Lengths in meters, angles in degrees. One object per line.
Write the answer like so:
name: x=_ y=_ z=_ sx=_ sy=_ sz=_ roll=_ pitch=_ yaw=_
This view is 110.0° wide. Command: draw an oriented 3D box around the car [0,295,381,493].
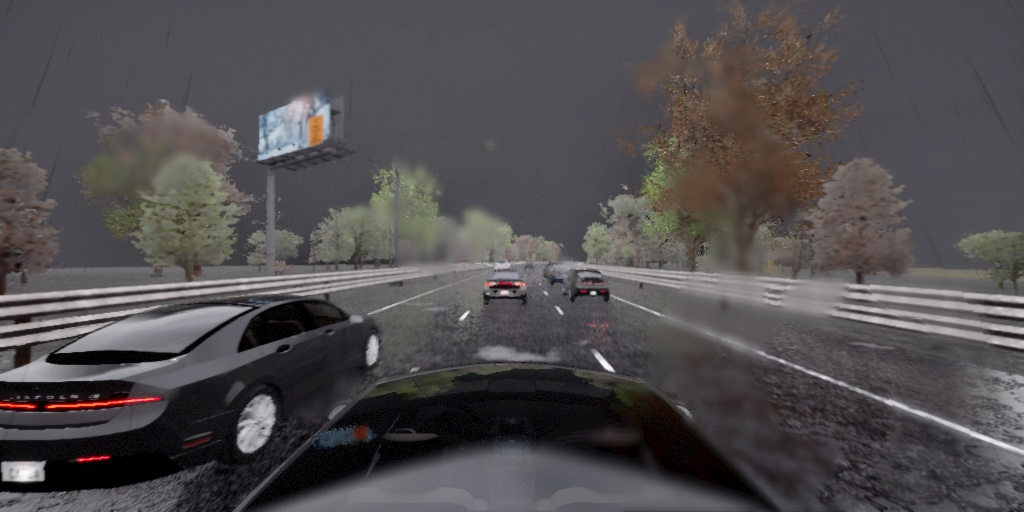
car: x=-3.417 y=1.283 z=4.947 sx=1.837 sy=1.490 sz=4.892 roll=0 pitch=0 yaw=0

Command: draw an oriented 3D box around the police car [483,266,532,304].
police car: x=-0.202 y=1.410 z=17.523 sx=2.038 sy=1.542 sz=4.974 roll=0 pitch=-1 yaw=2

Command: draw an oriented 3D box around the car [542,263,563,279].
car: x=4.462 y=1.592 z=40.162 sx=2.033 sy=1.649 sz=4.856 roll=0 pitch=-1 yaw=3

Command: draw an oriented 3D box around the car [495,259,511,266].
car: x=-1.436 y=1.576 z=57.756 sx=2.150 sy=2.045 sz=5.566 roll=0 pitch=-1 yaw=4

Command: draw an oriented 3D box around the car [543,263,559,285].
car: x=3.997 y=1.544 z=29.325 sx=2.163 sy=1.488 sz=4.792 roll=0 pitch=-1 yaw=2

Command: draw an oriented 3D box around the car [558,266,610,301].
car: x=3.681 y=1.428 z=18.422 sx=1.837 sy=1.490 sz=4.892 roll=0 pitch=-1 yaw=1
